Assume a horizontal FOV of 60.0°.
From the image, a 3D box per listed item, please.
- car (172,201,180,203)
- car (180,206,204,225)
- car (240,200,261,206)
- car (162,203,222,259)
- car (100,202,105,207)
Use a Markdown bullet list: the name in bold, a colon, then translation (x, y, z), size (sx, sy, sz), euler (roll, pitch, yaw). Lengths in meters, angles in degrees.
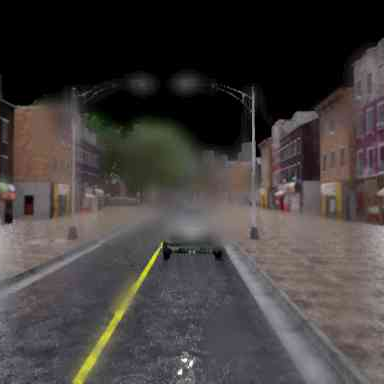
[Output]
- **car**: translation (-2.757, 2.315, 58.579), size (2.033, 1.411, 5.357), euler (0, -1, 0)
- **car**: translation (0.017, 1.942, 28.285), size (1.895, 1.301, 4.718), euler (0, -1, 0)
- **car**: translation (12.381, 2.431, 70.172), size (4.313, 1.339, 1.947), euler (0, -1, 0)
- **car**: translation (0.021, 1.508, 13.464), size (2.097, 1.767, 4.553), euler (0, -1, 0)
- **car**: translation (-20.605, 2.695, 70.160), size (4.403, 1.369, 2.008), euler (-1, -1, 0)
